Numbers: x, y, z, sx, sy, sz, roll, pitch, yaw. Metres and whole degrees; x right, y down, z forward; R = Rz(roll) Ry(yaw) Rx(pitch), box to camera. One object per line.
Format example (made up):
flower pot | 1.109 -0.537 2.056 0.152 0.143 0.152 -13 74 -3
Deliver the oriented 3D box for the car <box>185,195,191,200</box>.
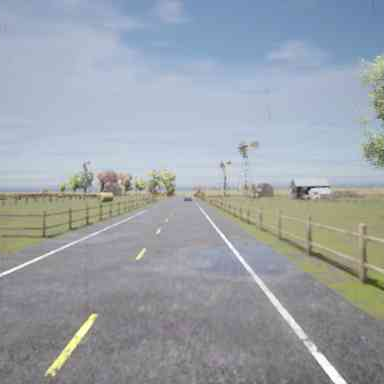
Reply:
car | -1.159 1.565 94.636 1.812 1.442 4.674 -1 0 -1

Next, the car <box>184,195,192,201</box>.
car | -1.032 1.696 84.632 1.994 1.385 4.181 -1 0 -1
